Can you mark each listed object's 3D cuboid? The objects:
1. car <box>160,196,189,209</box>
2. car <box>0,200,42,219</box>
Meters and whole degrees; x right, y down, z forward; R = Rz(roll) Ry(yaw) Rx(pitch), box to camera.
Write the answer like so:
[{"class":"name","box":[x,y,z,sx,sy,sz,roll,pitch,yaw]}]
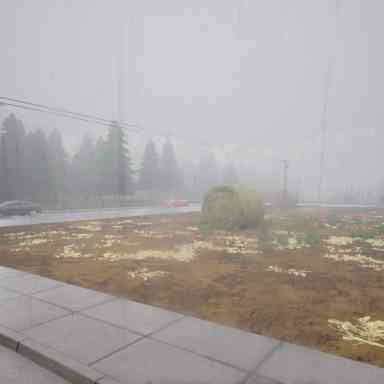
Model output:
[{"class":"car","box":[-2.452,1.379,46.995,2.097,1.767,4.553,0,0,37]},{"class":"car","box":[-15.747,1.526,29.104,1.837,1.490,4.892,0,2,37]}]
